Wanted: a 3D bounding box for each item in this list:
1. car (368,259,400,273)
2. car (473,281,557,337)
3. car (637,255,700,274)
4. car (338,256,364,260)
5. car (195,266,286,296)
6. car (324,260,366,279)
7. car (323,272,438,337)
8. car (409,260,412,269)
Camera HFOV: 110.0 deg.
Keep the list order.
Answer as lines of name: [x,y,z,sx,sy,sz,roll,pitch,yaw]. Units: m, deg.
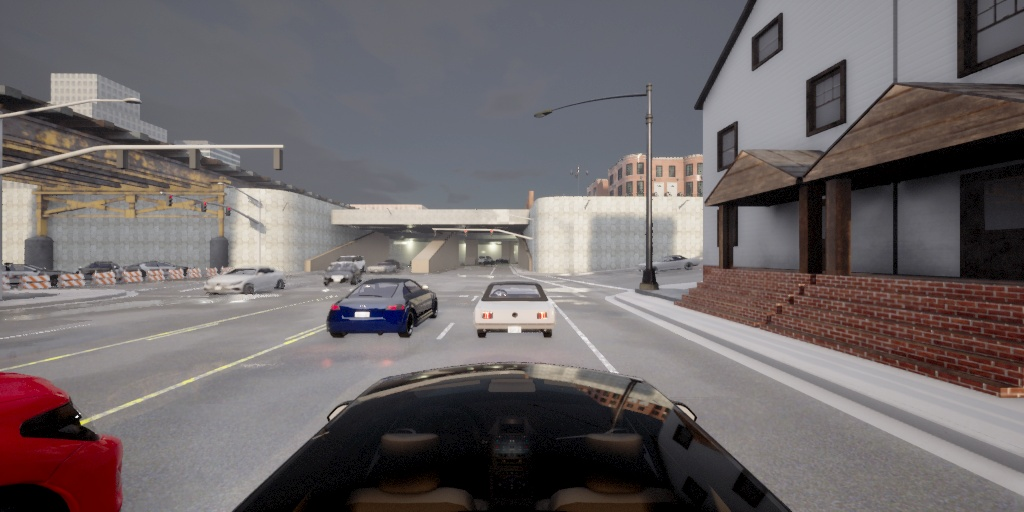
car: [-14.666,1.351,40.667,1.895,1.301,4.718,0,0,-2]
car: [0.072,1.351,10.197,1.895,1.301,4.718,0,0,0]
car: [13.060,0.665,30.175,4.718,1.301,1.895,-7,0,0]
car: [-18.143,0.971,39.905,2.150,2.045,5.566,0,0,-2]
car: [-14.192,1.275,19.434,1.812,1.442,4.674,0,0,-4]
car: [-11.515,1.241,24.577,2.128,1.511,4.902,0,0,-16]
car: [-3.429,1.314,10.243,1.994,1.385,4.181,0,0,0]
car: [-15.124,1.351,57.903,1.895,1.301,4.718,0,0,-1]
